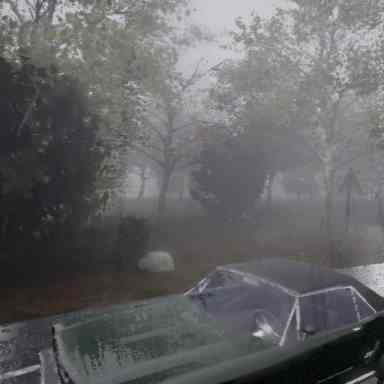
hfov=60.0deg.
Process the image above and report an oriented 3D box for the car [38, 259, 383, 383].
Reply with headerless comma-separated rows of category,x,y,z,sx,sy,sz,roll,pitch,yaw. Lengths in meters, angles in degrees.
car,0.798,1.598,3.949,4.718,1.301,1.895,0,0,-32
